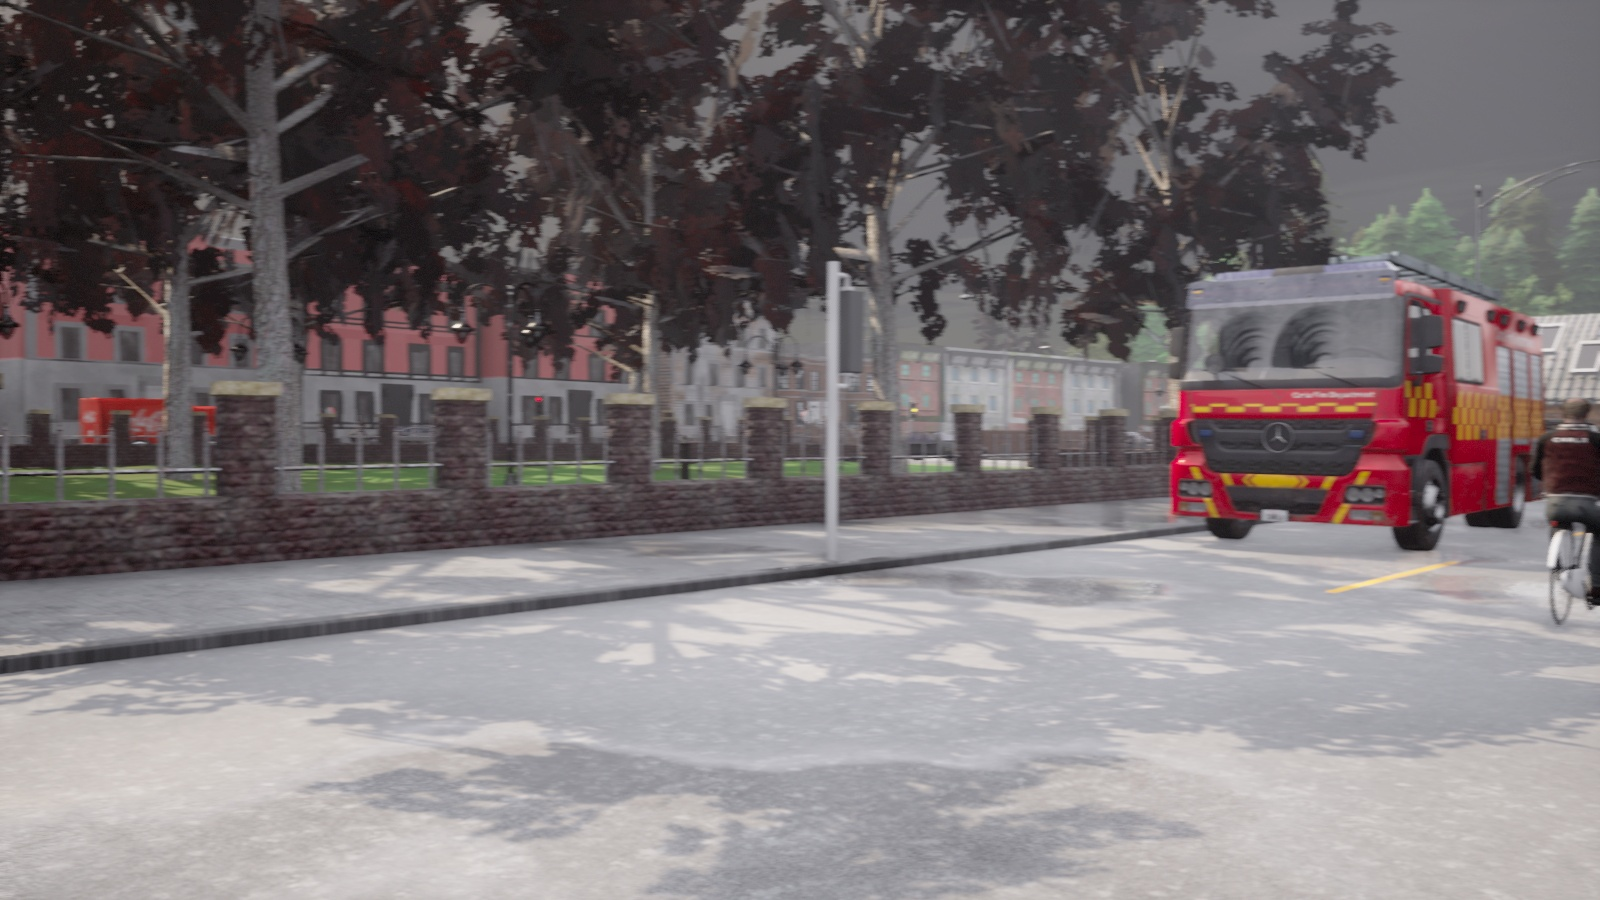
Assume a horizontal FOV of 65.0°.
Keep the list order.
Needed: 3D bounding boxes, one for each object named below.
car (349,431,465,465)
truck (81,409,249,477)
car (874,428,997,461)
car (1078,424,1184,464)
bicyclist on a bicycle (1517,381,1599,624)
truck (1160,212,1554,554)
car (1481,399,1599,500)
[{"bbox_3d":[-18.967,-0.134,60.723,2.128,1.511,4.902,0,1,44],"label":"car"},{"bbox_3d":[-24.688,-0.314,48.960,2.627,2.467,5.204,0,1,44],"label":"truck"},{"bbox_3d":[6.093,-0.256,56.888,5.357,1.411,2.033,0,1,42],"label":"car"},{"bbox_3d":[13.175,-0.254,50.113,3.633,1.501,1.845,0,1,42],"label":"car"},{"bbox_3d":[6.307,0.360,9.985,0.659,1.776,1.843,0,2,43],"label":"bicyclist on a bicycle"},{"bbox_3d":[8.440,-0.838,18.208,2.891,3.827,8.468,0,1,41],"label":"truck"},{"bbox_3d":[15.457,-0.060,25.572,1.932,1.855,4.605,0,1,40],"label":"car"}]
